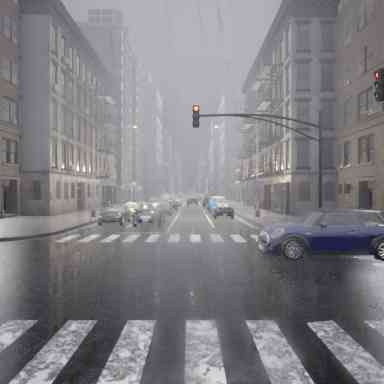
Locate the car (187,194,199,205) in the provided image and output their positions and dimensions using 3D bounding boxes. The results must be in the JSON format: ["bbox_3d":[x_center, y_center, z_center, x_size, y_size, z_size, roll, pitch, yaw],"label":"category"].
[{"bbox_3d":[0.103,1.501,57.073,1.837,1.490,4.892,0,0,0],"label":"car"}]

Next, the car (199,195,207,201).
[{"bbox_3d":[2.660,1.539,82.973,1.887,1.381,4.507,0,0,0],"label":"car"}]

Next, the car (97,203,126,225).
[{"bbox_3d":[-5.389,1.549,23.504,2.008,1.369,4.403,0,0,0],"label":"car"}]

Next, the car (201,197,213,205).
[{"bbox_3d":[2.652,1.546,61.348,2.008,1.369,4.403,0,0,0],"label":"car"}]

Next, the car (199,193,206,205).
[{"bbox_3d":[2.649,1.311,50.535,2.192,1.841,5.009,0,0,0],"label":"car"}]

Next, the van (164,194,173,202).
[{"bbox_3d":[-5.434,1.336,77.566,1.690,1.788,3.998,0,0,0],"label":"van"}]

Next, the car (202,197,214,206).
[{"bbox_3d":[2.650,1.562,55.942,1.947,1.339,4.313,0,0,0],"label":"car"}]

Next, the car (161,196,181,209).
[{"bbox_3d":[-2.832,1.560,42.769,1.994,1.385,4.181,0,0,1],"label":"car"}]

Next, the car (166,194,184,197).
[{"bbox_3d":[-2.793,1.474,53.024,1.882,1.535,5.008,0,0,1],"label":"car"}]

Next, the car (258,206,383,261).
[{"bbox_3d":[4.717,1.381,11.847,4.553,1.767,2.097,0,0,0],"label":"car"}]

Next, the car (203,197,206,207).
[{"bbox_3d":[2.645,1.578,39.723,1.802,1.307,4.206,0,0,0],"label":"car"}]

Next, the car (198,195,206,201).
[{"bbox_3d":[2.661,1.560,88.379,1.947,1.339,4.313,0,0,0],"label":"car"}]

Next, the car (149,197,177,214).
[{"bbox_3d":[-2.843,1.544,32.755,2.033,1.411,5.357,0,0,0],"label":"car"}]

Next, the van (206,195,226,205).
[{"bbox_3d":[2.643,1.338,34.317,1.690,1.788,3.998,0,0,0],"label":"van"}]

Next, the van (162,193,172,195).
[{"bbox_3d":[-5.425,1.337,66.753,1.690,1.788,3.998,0,0,0],"label":"van"}]

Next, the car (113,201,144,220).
[{"bbox_3d":[-5.393,1.523,28.740,1.752,1.417,4.829,0,0,0],"label":"car"}]

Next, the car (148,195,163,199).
[{"bbox_3d":[-5.407,1.436,45.129,1.967,1.590,4.097,0,0,0],"label":"car"}]

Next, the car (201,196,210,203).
[{"bbox_3d":[2.654,1.521,66.923,1.752,1.417,4.829,0,0,0],"label":"car"}]

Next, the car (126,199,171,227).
[{"bbox_3d":[-2.847,1.490,22.872,2.128,1.511,4.902,0,0,0],"label":"car"}]

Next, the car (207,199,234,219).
[{"bbox_3d":[2.641,1.548,28.910,2.008,1.369,4.403,0,0,0],"label":"car"}]
